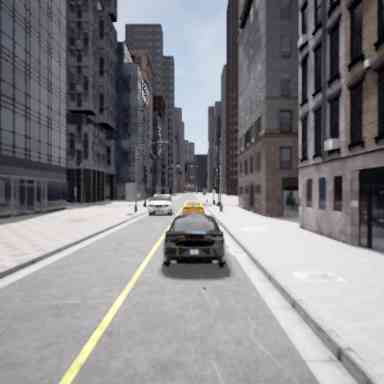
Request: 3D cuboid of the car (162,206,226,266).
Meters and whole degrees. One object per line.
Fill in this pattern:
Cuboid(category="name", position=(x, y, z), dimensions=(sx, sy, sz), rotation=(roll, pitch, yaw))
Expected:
Cuboid(category="car", position=(0.083, 1.490, 11.581), dimensions=(1.882, 1.535, 5.008), rotation=(0, 0, 0))

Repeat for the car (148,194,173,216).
Cuboid(category="car", position=(-3.068, 1.265, 33.460), dimensions=(2.150, 2.045, 5.566), rotation=(0, 0, 0))

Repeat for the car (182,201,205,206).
Cuboid(category="car", position=(0.102, 1.515, 29.622), dimensions=(1.882, 1.535, 5.008), rotation=(0, 0, 0))
